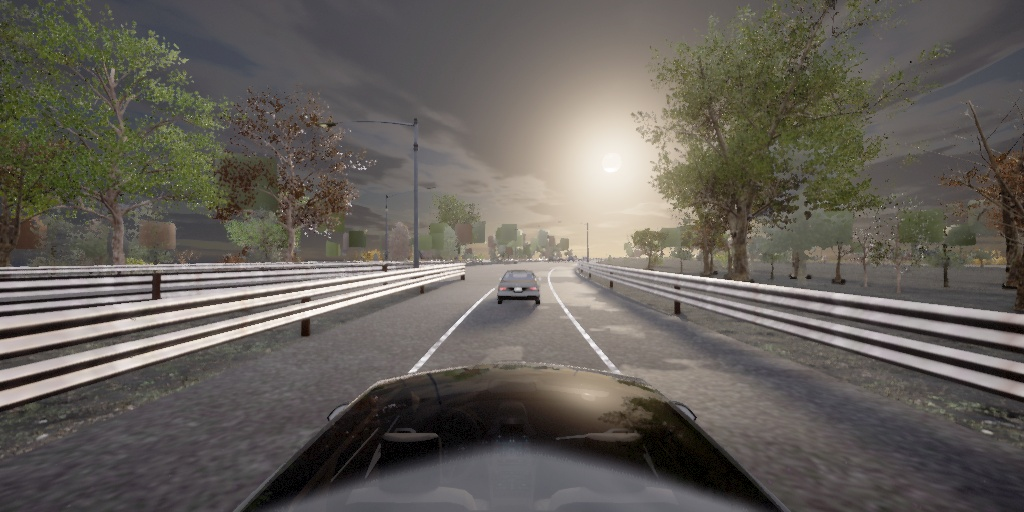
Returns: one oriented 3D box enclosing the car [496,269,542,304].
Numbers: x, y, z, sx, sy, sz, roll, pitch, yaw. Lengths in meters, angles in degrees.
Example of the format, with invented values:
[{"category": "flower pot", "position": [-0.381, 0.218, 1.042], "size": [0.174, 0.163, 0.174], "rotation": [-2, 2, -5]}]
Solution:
[{"category": "car", "position": [0.353, 1.308, 16.157], "size": [2.033, 1.411, 5.357], "rotation": [0, 0, 3]}]
